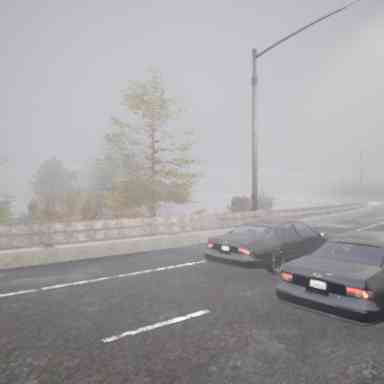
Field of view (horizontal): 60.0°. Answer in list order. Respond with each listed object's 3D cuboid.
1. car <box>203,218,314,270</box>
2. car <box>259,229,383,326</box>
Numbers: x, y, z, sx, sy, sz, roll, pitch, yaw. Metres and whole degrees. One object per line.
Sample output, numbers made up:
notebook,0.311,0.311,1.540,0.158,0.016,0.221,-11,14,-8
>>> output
car,2.783,1.566,10.642,5.357,1.411,2.033,0,0,-41
car,3.972,1.554,7.049,5.357,1.411,2.033,0,0,-40
